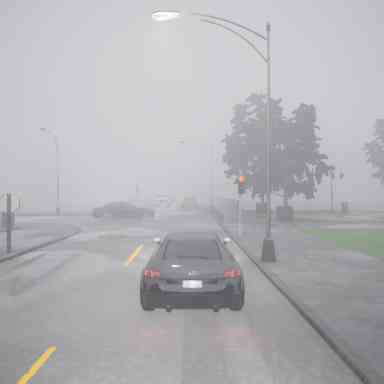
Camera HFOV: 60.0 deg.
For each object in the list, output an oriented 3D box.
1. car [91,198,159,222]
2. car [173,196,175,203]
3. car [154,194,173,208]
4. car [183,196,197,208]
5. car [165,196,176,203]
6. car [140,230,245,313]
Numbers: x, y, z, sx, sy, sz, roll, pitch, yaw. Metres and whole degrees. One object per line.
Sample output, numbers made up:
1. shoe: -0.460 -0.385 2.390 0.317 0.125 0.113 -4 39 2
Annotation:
1. car: -5.528 1.505 26.788 5.008 1.535 1.882 0 1 -19
2. car: -4.535 1.610 61.249 2.033 1.411 5.357 0 0 0
3. car: -4.493 1.274 50.998 2.150 2.045 5.566 0 0 -1
4. car: -0.275 1.402 49.152 2.097 1.767 4.553 0 0 0
5. car: -4.551 1.599 71.492 2.128 1.511 4.902 0 0 0
6. car: 0.004 1.572 7.781 1.994 1.385 4.181 0 0 0
